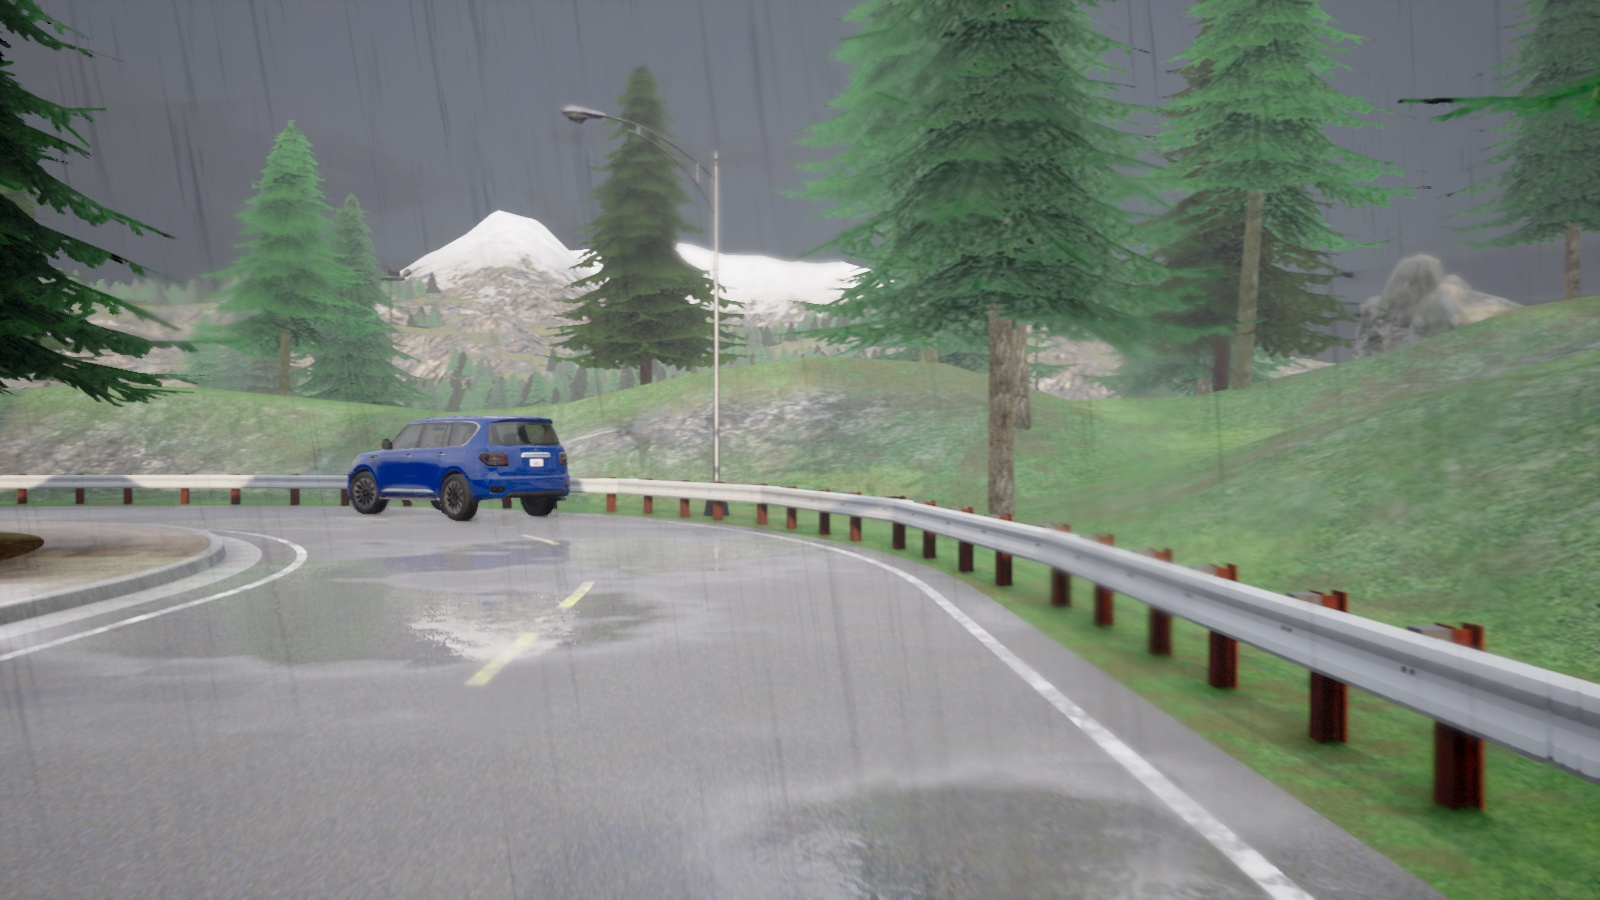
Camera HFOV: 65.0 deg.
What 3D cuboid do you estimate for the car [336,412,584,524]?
[{"bbox_3d":[-7.042,0.318,25.652,5.566,2.045,2.150,0,0,41],"label":"car"}]
